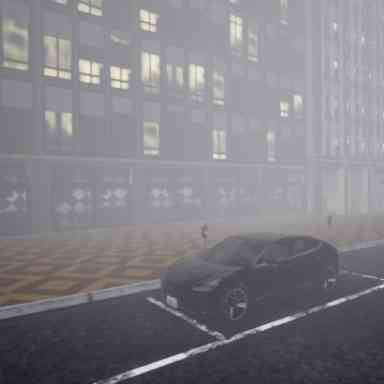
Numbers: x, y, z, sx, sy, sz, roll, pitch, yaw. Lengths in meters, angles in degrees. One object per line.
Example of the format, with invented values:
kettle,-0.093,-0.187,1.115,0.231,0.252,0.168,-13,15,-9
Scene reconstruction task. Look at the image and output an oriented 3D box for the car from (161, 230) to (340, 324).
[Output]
car,1.424,1.549,7.124,4.313,1.339,1.947,0,-1,-35
